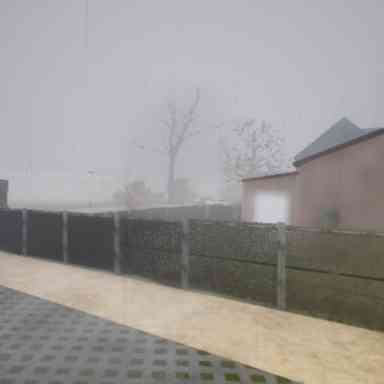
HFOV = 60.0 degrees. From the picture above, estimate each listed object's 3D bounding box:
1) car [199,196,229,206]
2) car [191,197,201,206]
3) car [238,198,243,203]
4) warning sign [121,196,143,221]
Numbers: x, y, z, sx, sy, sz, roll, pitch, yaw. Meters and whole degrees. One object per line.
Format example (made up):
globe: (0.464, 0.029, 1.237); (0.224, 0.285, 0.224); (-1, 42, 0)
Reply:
car: (3.362, 1.565, 45.411); (1.812, 1.442, 4.674); (4, 2, 32)
car: (1.614, 1.386, 47.956); (1.812, 1.442, 4.674); (4, 2, 32)
car: (9.367, 1.589, 55.213); (2.033, 1.411, 5.357); (4, 2, 32)
warning sign: (-4.911, 1.312, 27.210); (1.300, 1.860, 1.060); (5, 3, 32)
